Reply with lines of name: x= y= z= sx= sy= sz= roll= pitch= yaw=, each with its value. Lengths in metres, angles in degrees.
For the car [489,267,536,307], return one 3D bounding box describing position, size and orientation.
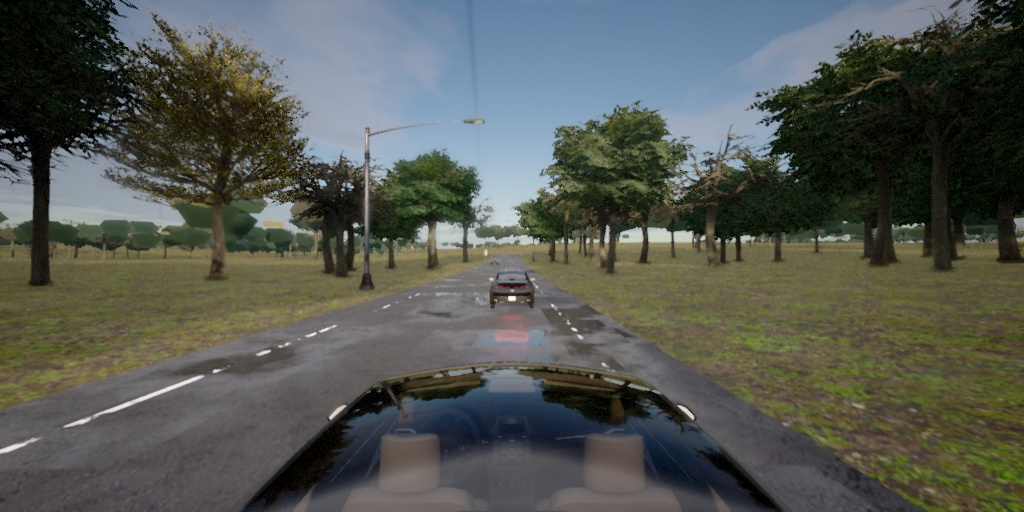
car: x=0.008 y=1.381 z=16.146 sx=1.837 sy=1.490 sz=4.892 roll=0 pitch=0 yaw=0
